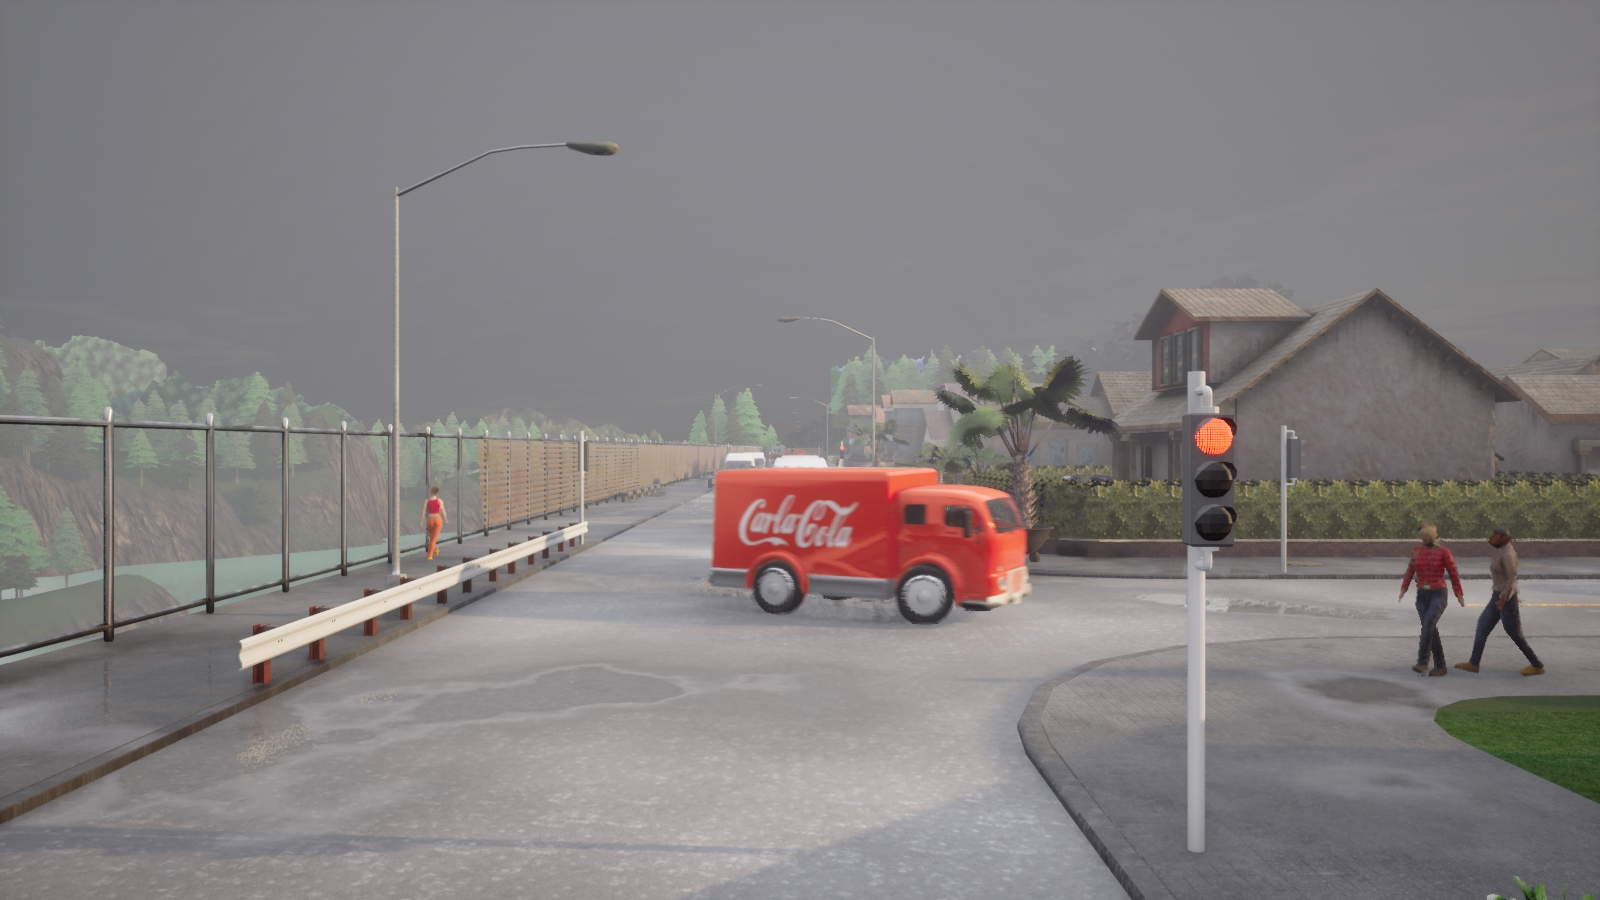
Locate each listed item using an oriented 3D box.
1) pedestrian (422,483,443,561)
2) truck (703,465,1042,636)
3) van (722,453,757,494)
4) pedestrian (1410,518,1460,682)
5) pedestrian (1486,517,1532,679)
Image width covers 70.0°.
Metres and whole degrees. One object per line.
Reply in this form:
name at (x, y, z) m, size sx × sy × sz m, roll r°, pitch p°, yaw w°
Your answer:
pedestrian at (-8.887, 1.727, 27.643) m, size 0.375 × 1.860 × 0.375 m, roll 0°, pitch 0°, yaw -2°
truck at (1.234, 1.551, 19.700) m, size 5.204 × 2.467 × 2.627 m, roll 0°, pitch 1°, yaw 29°
van at (-3.978, 1.488, 75.460) m, size 1.988 × 2.561 × 5.915 m, roll 0°, pitch 0°, yaw 0°
pedestrian at (7.438, 1.736, 13.382) m, size 0.375 × 1.860 × 0.375 m, roll 0°, pitch 0°, yaw -34°
pedestrian at (8.379, 1.736, 13.517) m, size 0.375 × 1.860 × 0.375 m, roll 0°, pitch 0°, yaw 17°
